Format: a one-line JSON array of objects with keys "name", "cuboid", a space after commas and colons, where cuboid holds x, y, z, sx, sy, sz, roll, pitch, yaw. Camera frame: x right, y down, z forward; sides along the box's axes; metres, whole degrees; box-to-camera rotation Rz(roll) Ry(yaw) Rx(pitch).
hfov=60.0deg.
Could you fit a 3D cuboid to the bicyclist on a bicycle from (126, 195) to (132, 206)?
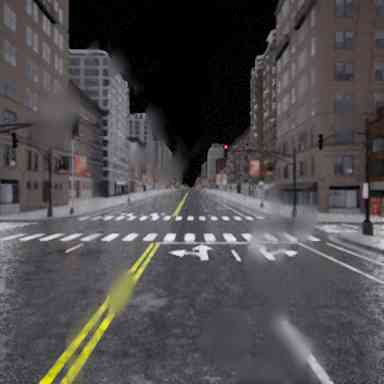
[{"name": "bicyclist on a bicycle", "cuboid": [-8.862, 1.177, 46.708, 0.866, 1.612, 1.509, 0, 1, -1]}]
